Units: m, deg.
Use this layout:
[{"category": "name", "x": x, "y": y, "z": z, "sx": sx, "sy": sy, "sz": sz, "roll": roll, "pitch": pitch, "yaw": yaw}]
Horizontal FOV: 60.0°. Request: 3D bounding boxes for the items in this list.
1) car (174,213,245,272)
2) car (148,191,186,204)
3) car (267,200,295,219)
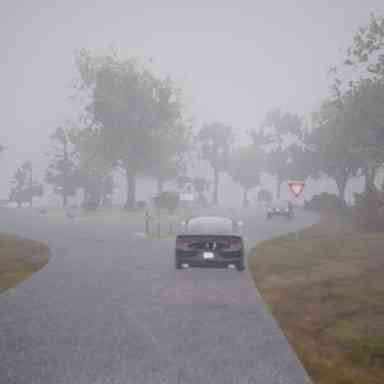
[{"category": "car", "x": 0.632, "y": 1.389, "z": 10.626, "sx": 1.882, "sy": 1.535, "sz": 5.008, "roll": 0, "pitch": 0, "yaw": 5}, {"category": "car", "x": -3.650, "y": 0.820, "z": 48.734, "sx": 5.566, "sy": 2.045, "sz": 2.150, "roll": 0, "pitch": 0, "yaw": 10}, {"category": "car", "x": 7.128, "y": 1.328, "z": 26.624, "sx": 2.033, "sy": 1.411, "sz": 5.357, "roll": 0, "pitch": 1, "yaw": 20}]
